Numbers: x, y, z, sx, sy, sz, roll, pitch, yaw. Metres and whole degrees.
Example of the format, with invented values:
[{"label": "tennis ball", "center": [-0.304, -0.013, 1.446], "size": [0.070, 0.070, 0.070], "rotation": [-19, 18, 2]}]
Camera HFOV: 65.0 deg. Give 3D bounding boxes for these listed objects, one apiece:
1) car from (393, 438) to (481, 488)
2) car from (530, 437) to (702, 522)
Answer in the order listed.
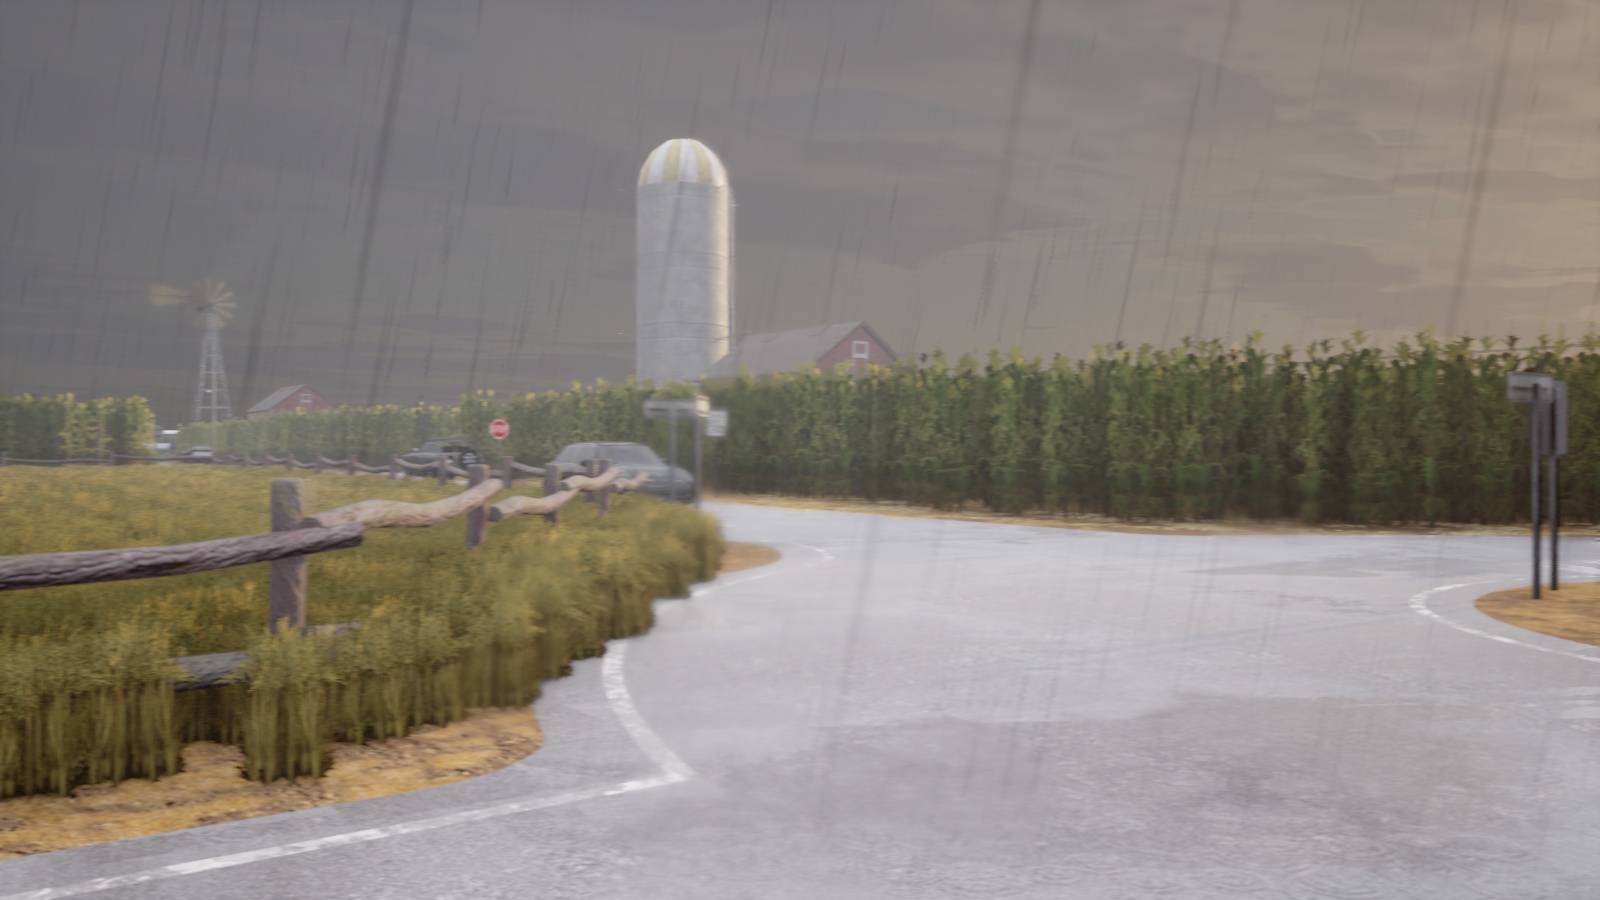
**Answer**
[{"label": "car", "center": [-14.109, 0.452, 48.590], "size": [1.932, 1.855, 4.605], "rotation": [0, 0, -34]}, {"label": "car", "center": [-4.285, 0.608, 28.676], "size": [2.097, 1.767, 4.553], "rotation": [0, 0, -34]}]
